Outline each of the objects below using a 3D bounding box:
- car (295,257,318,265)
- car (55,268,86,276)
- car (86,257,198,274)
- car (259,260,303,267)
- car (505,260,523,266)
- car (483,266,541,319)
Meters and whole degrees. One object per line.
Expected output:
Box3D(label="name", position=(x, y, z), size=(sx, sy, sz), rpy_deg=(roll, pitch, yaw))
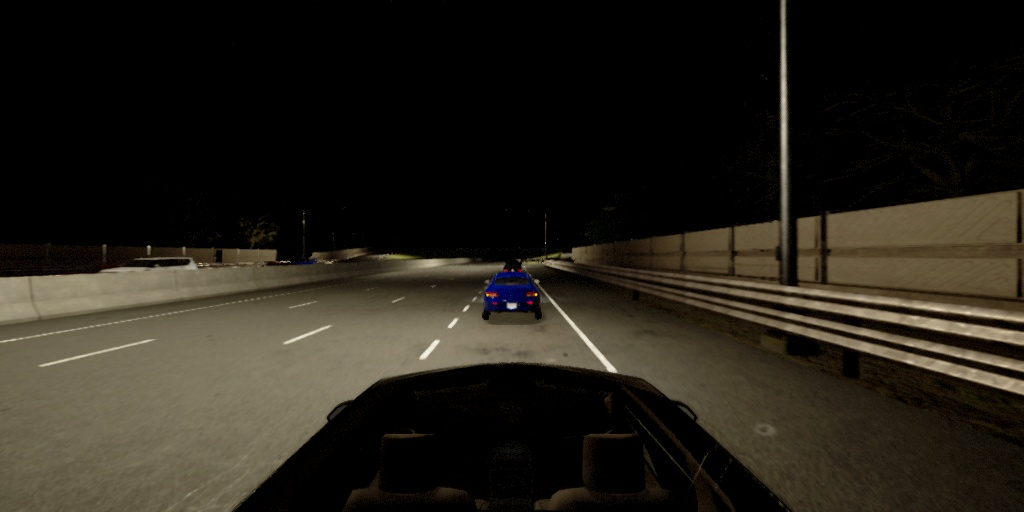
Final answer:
Box3D(label="car", position=(-31.315, 1.248, 53.711), size=(2.150, 2.045, 5.566), rpy_deg=(0, 0, 0))
Box3D(label="car", position=(-28.051, 1.377, 24.579), size=(1.882, 1.535, 5.008), rpy_deg=(0, 0, 0))
Box3D(label="car", position=(-24.552, 1.098, 24.521), size=(2.150, 2.045, 5.566), rpy_deg=(0, 0, 1))
Box3D(label="car", position=(-21.029, 1.336, 31.485), size=(1.882, 1.535, 5.008), rpy_deg=(0, 0, 0))
Box3D(label="car", position=(0.062, 1.282, 32.473), size=(2.033, 1.411, 5.357), rpy_deg=(0, 0, 0))
Box3D(label="car", position=(0.000, 1.267, 12.661), size=(1.812, 1.442, 4.674), rpy_deg=(0, 0, 0))
